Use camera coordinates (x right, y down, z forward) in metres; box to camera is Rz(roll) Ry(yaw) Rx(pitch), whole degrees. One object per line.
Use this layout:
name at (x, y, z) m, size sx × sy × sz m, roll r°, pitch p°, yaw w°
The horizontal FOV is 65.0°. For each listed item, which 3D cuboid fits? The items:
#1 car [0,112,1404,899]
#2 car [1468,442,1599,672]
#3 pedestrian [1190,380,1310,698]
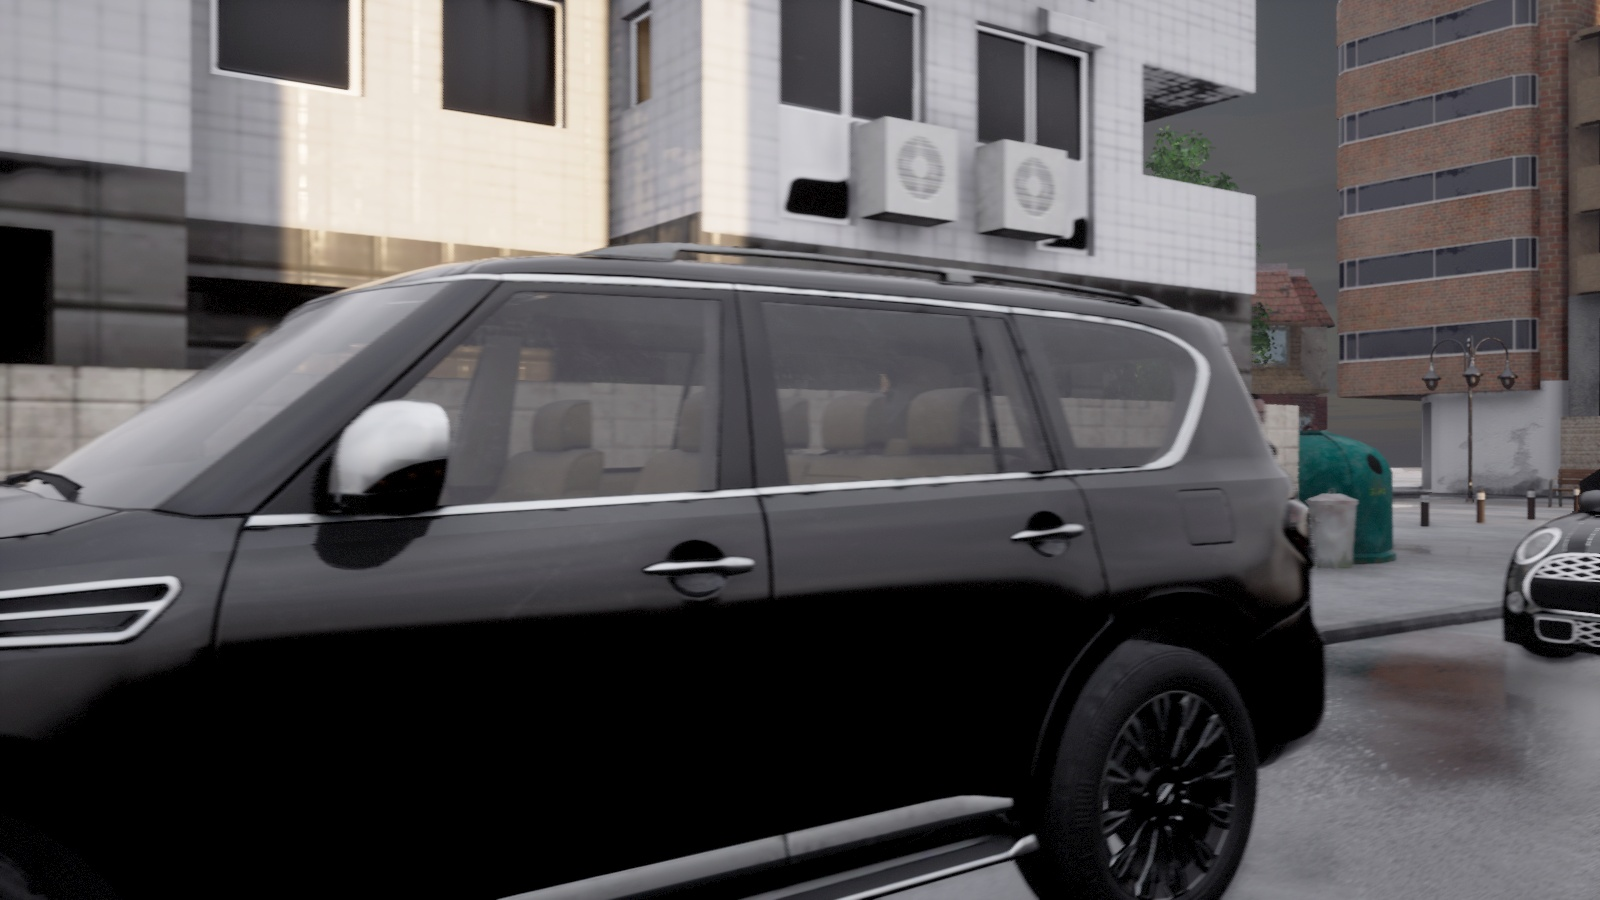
car at (-0.751, 0.469, 3.748) m, size 5.566 × 2.045 × 2.150 m, roll 0°, pitch 0°, yaw -35°
car at (6.766, 0.676, 8.977) m, size 3.806 × 1.475 × 1.970 m, roll 0°, pitch 0°, yaw -34°
pedestrian at (2.748, 0.518, 7.711) m, size 0.376 × 1.854 × 0.720 m, roll 0°, pitch 0°, yaw -11°
